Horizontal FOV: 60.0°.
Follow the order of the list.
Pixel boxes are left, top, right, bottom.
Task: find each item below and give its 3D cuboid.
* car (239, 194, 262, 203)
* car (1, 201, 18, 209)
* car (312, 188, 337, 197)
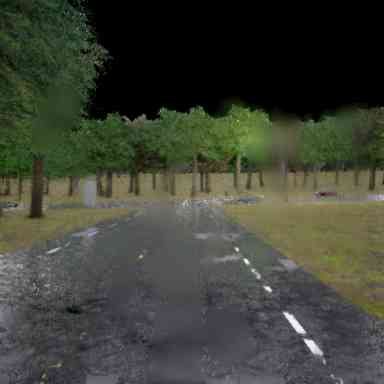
[{"bbox_3d":[10.377,1.145,59.068,4.181,1.385,1.994,-1,3,1],"label":"car"},{"bbox_3d":[-33.095,2.308,58.819,4.181,1.385,1.994,-1,3,0],"label":"car"},{"bbox_3d":[26.214,0.092,66.004,4.553,1.767,2.097,-2,3,0],"label":"car"}]
